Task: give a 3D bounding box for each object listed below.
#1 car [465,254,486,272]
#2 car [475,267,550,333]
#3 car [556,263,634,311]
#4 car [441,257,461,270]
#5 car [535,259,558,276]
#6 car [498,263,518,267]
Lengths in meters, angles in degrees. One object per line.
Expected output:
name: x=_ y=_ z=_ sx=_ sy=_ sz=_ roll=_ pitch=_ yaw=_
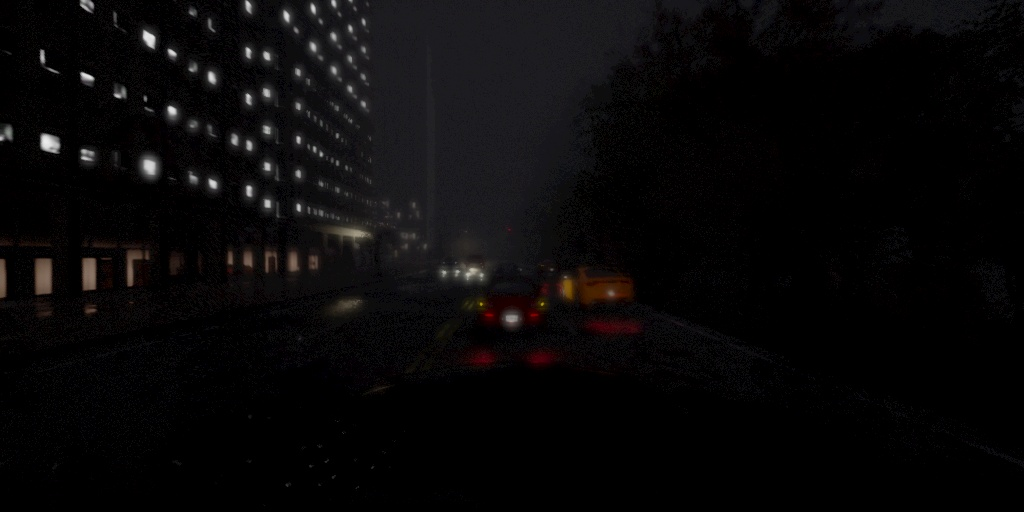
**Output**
car: x=-4.316 y=0.778 z=42.659 sx=2.150 sy=2.045 sz=5.566 roll=0 pitch=0 yaw=-3
car: x=-0.012 y=1.233 z=10.420 sx=1.812 sy=1.442 sz=4.674 roll=0 pitch=0 yaw=0
car: x=3.218 y=1.140 z=14.338 sx=1.882 sy=1.535 sz=5.008 roll=-3 pitch=-1 yaw=-1
car: x=-7.713 y=0.892 z=45.858 sx=2.097 sy=1.767 sz=4.553 roll=0 pitch=0 yaw=-3
car: x=2.934 y=0.957 z=29.428 sx=1.812 sy=1.442 sz=4.674 roll=3 pitch=-3 yaw=-2
car: x=-0.282 y=1.186 z=24.781 sx=2.033 sy=1.411 sz=5.357 roll=0 pitch=0 yaw=-1
